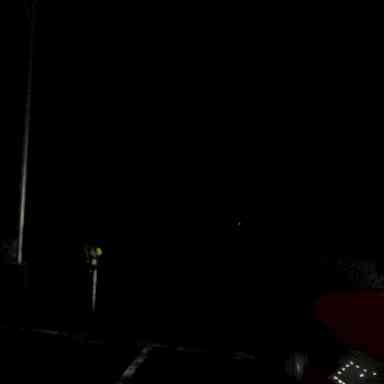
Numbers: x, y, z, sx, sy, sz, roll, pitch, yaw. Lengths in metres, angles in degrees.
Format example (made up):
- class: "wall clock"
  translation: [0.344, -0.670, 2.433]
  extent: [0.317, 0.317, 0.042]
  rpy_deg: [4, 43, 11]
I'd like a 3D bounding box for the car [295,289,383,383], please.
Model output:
- class: "car"
  translation: [3.816, 1.494, 2.866]
  extent: [5.566, 2.045, 2.150]
  rpy_deg: [2, -2, 12]
